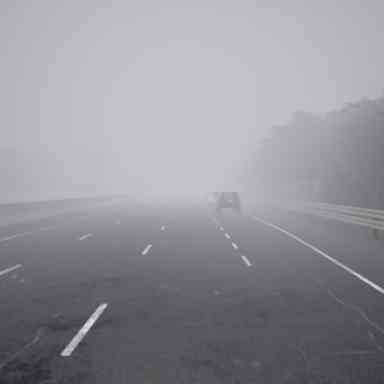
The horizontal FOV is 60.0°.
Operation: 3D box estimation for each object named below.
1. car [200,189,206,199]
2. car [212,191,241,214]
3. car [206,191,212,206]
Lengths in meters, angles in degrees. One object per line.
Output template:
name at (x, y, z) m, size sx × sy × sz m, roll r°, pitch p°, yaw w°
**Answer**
car at (3.597, 0.577, 76.644) m, size 2.097 × 1.767 × 4.553 m, roll 0°, pitch 1°, yaw 0°
car at (3.540, 0.936, 33.237) m, size 2.150 × 2.045 × 5.566 m, roll 0°, pitch 1°, yaw 0°
car at (3.557, 0.856, 45.973) m, size 2.150 × 2.045 × 5.566 m, roll 0°, pitch 1°, yaw 0°
